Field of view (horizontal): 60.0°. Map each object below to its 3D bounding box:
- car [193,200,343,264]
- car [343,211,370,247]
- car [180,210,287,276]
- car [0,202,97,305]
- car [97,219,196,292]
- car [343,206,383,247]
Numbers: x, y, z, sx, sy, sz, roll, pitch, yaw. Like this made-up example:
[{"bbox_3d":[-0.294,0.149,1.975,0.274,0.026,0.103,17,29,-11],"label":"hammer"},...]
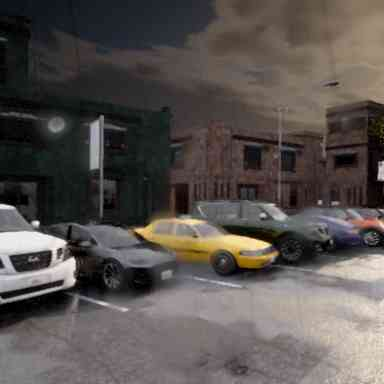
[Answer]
[{"bbox_3d":[2.371,1.339,12.618,5.566,2.045,2.435,-1,-2,35],"label":"car"},{"bbox_3d":[4.800,1.667,14.335,4.674,1.452,2.002,-1,-1,35],"label":"car"},{"bbox_3d":[0.045,1.550,10.781,5.366,1.575,1.946,-1,-2,35],"label":"car"},{"bbox_3d":[-4.996,1.235,7.420,5.566,2.045,2.435,-1,-2,35],"label":"car"},{"bbox_3d":[-2.540,1.550,9.140,4.792,1.488,2.163,-1,-2,35],"label":"car"},{"bbox_3d":[7.230,1.538,16.091,4.553,1.767,2.185,-1,-2,35],"label":"car"}]
